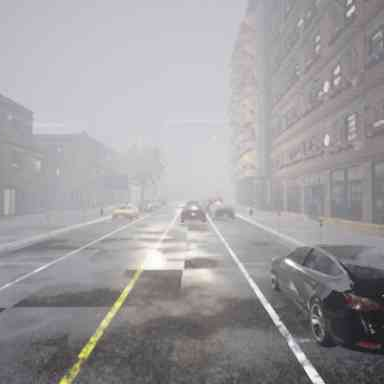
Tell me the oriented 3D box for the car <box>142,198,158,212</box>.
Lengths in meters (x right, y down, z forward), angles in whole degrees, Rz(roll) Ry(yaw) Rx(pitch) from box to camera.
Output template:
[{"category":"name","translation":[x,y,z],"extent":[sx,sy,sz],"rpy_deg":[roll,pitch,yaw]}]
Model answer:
[{"category":"car","translation":[-5.630,1.597,40.191],"extent":[1.967,1.590,4.097],"rpy_deg":[1,0,0]}]

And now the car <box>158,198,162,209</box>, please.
[{"category":"car","translation":[-5.628,1.620,45.879],"extent":[1.967,1.590,4.097],"rpy_deg":[1,0,0]}]

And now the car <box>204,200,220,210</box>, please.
[{"category":"car","translation":[2.716,1.762,45.934],"extent":[1.802,1.307,4.206],"rpy_deg":[1,0,0]}]

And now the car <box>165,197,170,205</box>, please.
[{"category":"car","translation":[-5.626,1.818,62.937],"extent":[1.947,1.339,4.313],"rpy_deg":[1,0,0]}]

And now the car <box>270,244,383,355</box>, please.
[{"category":"car","translation":[2.706,1.589,6.129],"extent":[1.947,1.339,4.313],"rpy_deg":[1,0,0]}]

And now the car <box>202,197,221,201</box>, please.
[{"category":"car","translation":[2.719,1.472,40.249],"extent":[2.192,1.841,5.009],"rpy_deg":[1,0,0]}]

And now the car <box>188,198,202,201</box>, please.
[{"category":"car","translation":[0.114,1.660,46.541],"extent":[1.882,1.535,5.008],"rpy_deg":[0,0,0]}]

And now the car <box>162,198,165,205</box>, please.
[{"category":"car","translation":[-5.629,1.786,51.565],"extent":[1.802,1.307,4.206],"rpy_deg":[1,0,0]}]

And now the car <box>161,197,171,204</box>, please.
[{"category":"car","translation":[-5.792,1.827,74.142],"extent":[1.752,1.417,4.829],"rpy_deg":[1,0,0]}]

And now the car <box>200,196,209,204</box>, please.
[{"category":"car","translation":[2.773,1.742,74.365],"extent":[1.967,1.590,4.097],"rpy_deg":[1,0,0]}]

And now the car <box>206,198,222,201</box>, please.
[{"category":"car","translation":[2.714,1.660,34.731],"extent":[1.752,1.417,4.829],"rpy_deg":[1,0,0]}]

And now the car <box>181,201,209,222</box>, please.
[{"category":"car","translation":[0.110,1.668,27.187],"extent":[1.994,1.385,4.181],"rpy_deg":[0,0,0]}]

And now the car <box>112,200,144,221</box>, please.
[{"category":"car","translation":[-5.635,1.636,28.649],"extent":[1.752,1.417,4.829],"rpy_deg":[1,0,0]}]

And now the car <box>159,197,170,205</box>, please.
[{"category":"car","translation":[-5.624,1.828,68.625],"extent":[2.008,1.369,4.403],"rpy_deg":[1,0,0]}]

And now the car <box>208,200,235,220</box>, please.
[{"category":"car","translation":[2.712,1.662,28.874],"extent":[2.008,1.369,4.403],"rpy_deg":[1,0,0]}]

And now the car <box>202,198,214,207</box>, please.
[{"category":"car","translation":[2.720,1.794,57.307],"extent":[1.947,1.339,4.313],"rpy_deg":[1,0,0]}]
